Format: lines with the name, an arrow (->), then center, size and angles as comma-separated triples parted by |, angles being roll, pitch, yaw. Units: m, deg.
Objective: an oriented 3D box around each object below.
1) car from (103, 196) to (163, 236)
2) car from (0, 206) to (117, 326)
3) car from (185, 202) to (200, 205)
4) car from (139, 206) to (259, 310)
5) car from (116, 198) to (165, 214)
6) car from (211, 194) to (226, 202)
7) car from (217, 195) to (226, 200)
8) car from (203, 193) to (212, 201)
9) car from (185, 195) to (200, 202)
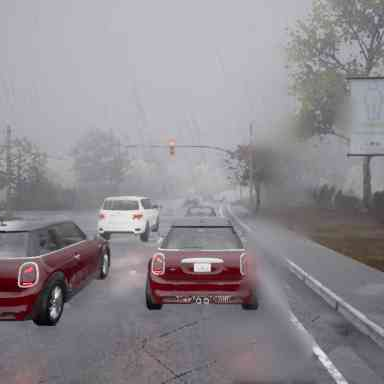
car -> -3.046, 1.221, 16.924 | 2.150, 2.045, 5.566 | 0, 0, 2
car -> -3.290, 1.352, 7.247 | 2.097, 1.767, 4.553 | 0, 0, 1
car -> 0.473, 1.492, 17.199 | 2.128, 1.511, 4.902 | 0, 0, 2
car -> 0.219, 1.352, 7.992 | 2.097, 1.767, 4.553 | 0, 0, 1
car -> -5.513, 1.478, 35.459 | 5.008, 1.535, 1.882 | 0, 1, -17
car -> 6.001, 1.590, 75.576 | 1.895, 1.301, 4.718 | 0, 0, 9
car -> 7.693, 1.392, 85.668 | 1.812, 1.442, 4.674 | 0, 0, 10
car -> 4.188, 1.225, 85.939 | 2.150, 2.045, 5.566 | 0, 0, 10
car -> 0.095, 1.352, 57.320 | 2.097, 1.767, 4.553 | 0, 0, 7
